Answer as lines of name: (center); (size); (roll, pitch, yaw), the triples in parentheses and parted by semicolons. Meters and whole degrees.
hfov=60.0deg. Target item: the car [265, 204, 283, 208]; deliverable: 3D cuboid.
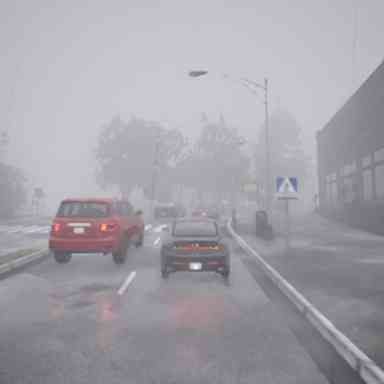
car: (20.866, 3.786, 85.169); (4.902, 1.511, 2.128); (-4, -6, 44)

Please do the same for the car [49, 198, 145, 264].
car: (-3.175, 1.250, 12.213); (2.150, 2.045, 5.566); (0, -1, 1)

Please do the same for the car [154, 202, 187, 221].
car: (-1.729, 1.566, 28.062); (1.882, 1.535, 5.008); (-1, -1, 11)

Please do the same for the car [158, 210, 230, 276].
car: (0.088, 1.540, 10.421); (1.837, 1.490, 4.892); (0, 0, 0)

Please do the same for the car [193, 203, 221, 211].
car: (1.236, 1.583, 26.280); (1.994, 1.385, 4.181); (-1, 0, 10)
